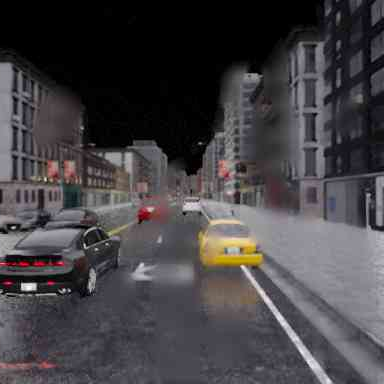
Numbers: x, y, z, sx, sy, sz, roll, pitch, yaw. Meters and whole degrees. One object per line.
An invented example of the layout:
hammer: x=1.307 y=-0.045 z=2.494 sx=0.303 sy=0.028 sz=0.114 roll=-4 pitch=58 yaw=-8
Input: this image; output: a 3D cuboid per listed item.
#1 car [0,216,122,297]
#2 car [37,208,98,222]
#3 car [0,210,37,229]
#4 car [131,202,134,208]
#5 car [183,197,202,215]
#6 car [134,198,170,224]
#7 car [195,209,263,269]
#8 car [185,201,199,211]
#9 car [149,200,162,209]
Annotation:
car: x=-3.152 y=1.612 z=8.851 sx=1.837 sy=1.490 sz=4.892 roll=0 pitch=-1 yaw=0
car: x=-6.608 y=1.727 z=18.822 sx=1.837 sy=1.490 sz=4.892 roll=0 pitch=-1 yaw=0
car: x=-9.860 y=1.804 z=20.396 sx=1.994 sy=1.385 sz=4.181 roll=0 pitch=-1 yaw=0
car: x=-9.831 y=2.199 z=60.957 sx=2.128 sy=1.511 sz=4.902 roll=0 pitch=-1 yaw=1
car: x=0.054 y=1.683 z=40.143 sx=2.150 sy=2.045 sz=5.566 roll=0 pitch=-1 yaw=1
car: x=-3.153 y=1.548 z=28.034 sx=2.150 sy=2.045 sz=5.566 roll=0 pitch=-1 yaw=0
car: x=1.132 y=1.594 z=11.635 sx=1.801 sy=1.575 sz=5.366 roll=0 pitch=-1 yaw=0
car: x=-0.028 y=2.135 z=50.706 sx=2.033 sy=1.411 sz=5.357 roll=0 pitch=-1 yaw=0
car: x=-6.589 y=2.202 z=60.165 sx=1.837 sy=1.490 sz=4.892 roll=0 pitch=-1 yaw=0
